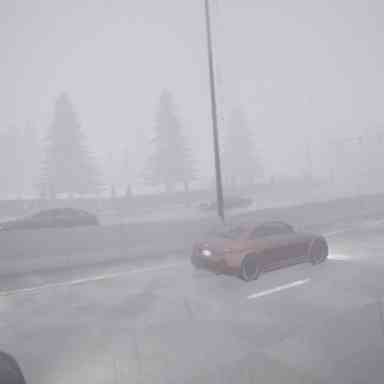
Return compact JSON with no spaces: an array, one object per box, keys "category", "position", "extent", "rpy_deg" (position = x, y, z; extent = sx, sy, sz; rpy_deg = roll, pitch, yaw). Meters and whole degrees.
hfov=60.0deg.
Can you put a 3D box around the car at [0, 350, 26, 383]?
[{"category":"car","position":[-3.324,1.505,1.376],"extent":[4.892,1.490,1.837],"rpy_deg":[1,-1,-35]}]

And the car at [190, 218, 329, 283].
[{"category":"car","position":[2.003,1.432,9.474],"extent":[4.181,1.385,1.994],"rpy_deg":[-2,1,-35]}]

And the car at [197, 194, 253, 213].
[{"category":"car","position":[2.694,0.884,27.402],"extent":[4.718,1.301,1.895],"rpy_deg":[-5,3,-35]}]

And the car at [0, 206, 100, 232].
[{"category":"car","position":[-7.007,1.470,16.190],"extent":[4.892,1.490,1.837],"rpy_deg":[-1,1,-35]}]
